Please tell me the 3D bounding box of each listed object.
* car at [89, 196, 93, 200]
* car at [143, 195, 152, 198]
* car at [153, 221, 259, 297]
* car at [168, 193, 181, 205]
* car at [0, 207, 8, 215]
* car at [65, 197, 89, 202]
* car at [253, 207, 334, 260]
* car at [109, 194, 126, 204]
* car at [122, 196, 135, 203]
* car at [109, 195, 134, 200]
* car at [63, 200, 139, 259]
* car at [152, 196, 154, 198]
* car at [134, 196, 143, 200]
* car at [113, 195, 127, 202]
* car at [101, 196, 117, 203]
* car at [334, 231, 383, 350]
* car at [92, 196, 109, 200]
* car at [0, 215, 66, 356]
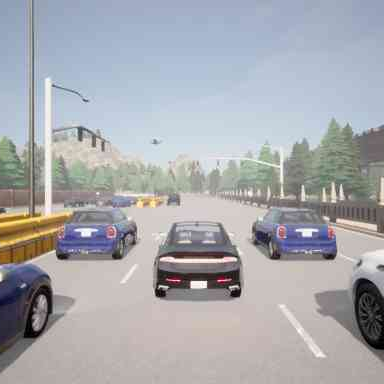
[{"bbox_3d":[-17.337,1.505,58.809,1.837,1.490,4.892,0,0,1],"label":"car"},{"bbox_3d":[-10.230,1.492,68.525,2.128,1.511,4.902,0,0,0],"label":"car"},{"bbox_3d":[0.132,1.492,8.540,2.128,1.511,4.902,0,0,0],"label":"car"},{"bbox_3d":[-3.170,1.223,59.601,2.150,2.045,5.566,0,0,0],"label":"car"},{"bbox_3d":[-19.243,1.601,29.728,4.718,1.301,1.895,0,0,-10],"label":"car"},{"bbox_3d":[-17.411,1.505,49.395,1.837,1.490,4.892,0,0,1],"label":"car"},{"bbox_3d":[3.647,1.352,12.653,2.097,1.767,4.553,0,0,0],"label":"car"},{"bbox_3d":[-13.807,1.352,62.126,2.097,1.767,4.553,0,0,1],"label":"car"},{"bbox_3d":[-13.715,1.553,72.146,1.994,1.385,4.181,0,0,0],"label":"car"},{"bbox_3d":[-10.393,1.478,49.267,1.882,1.535,5.008,0,0,0],"label":"car"},{"bbox_3d":[-3.401,1.352,12.675,2.097,1.767,4.553,0,0,-1],"label":"car"},{"bbox_3d":[-10.187,1.524,79.281,1.812,1.442,4.674,0,0,0],"label":"car"},{"bbox_3d":[-10.348,1.526,58.334,1.812,1.442,4.674,0,0,1],"label":"car"},{"bbox_3d":[-17.185,1.540,79.726,2.033,1.411,5.357,0,0,0],"label":"car"},{"bbox_3d":[-17.227,1.525,69.235,2.128,1.511,4.902,0,0,0],"label":"car"},{"bbox_3d":[3.615,1.221,3.068,2.150,2.045,5.566,0,0,0],"label":"car"},{"bbox_3d":[-13.864,1.526,52.983,1.812,1.442,4.674,0,0,1],"label":"car"},{"bbox_3d":[-3.383,1.352,3.759,2.097,1.767,4.553,0,0,0],"label":"car"}]
